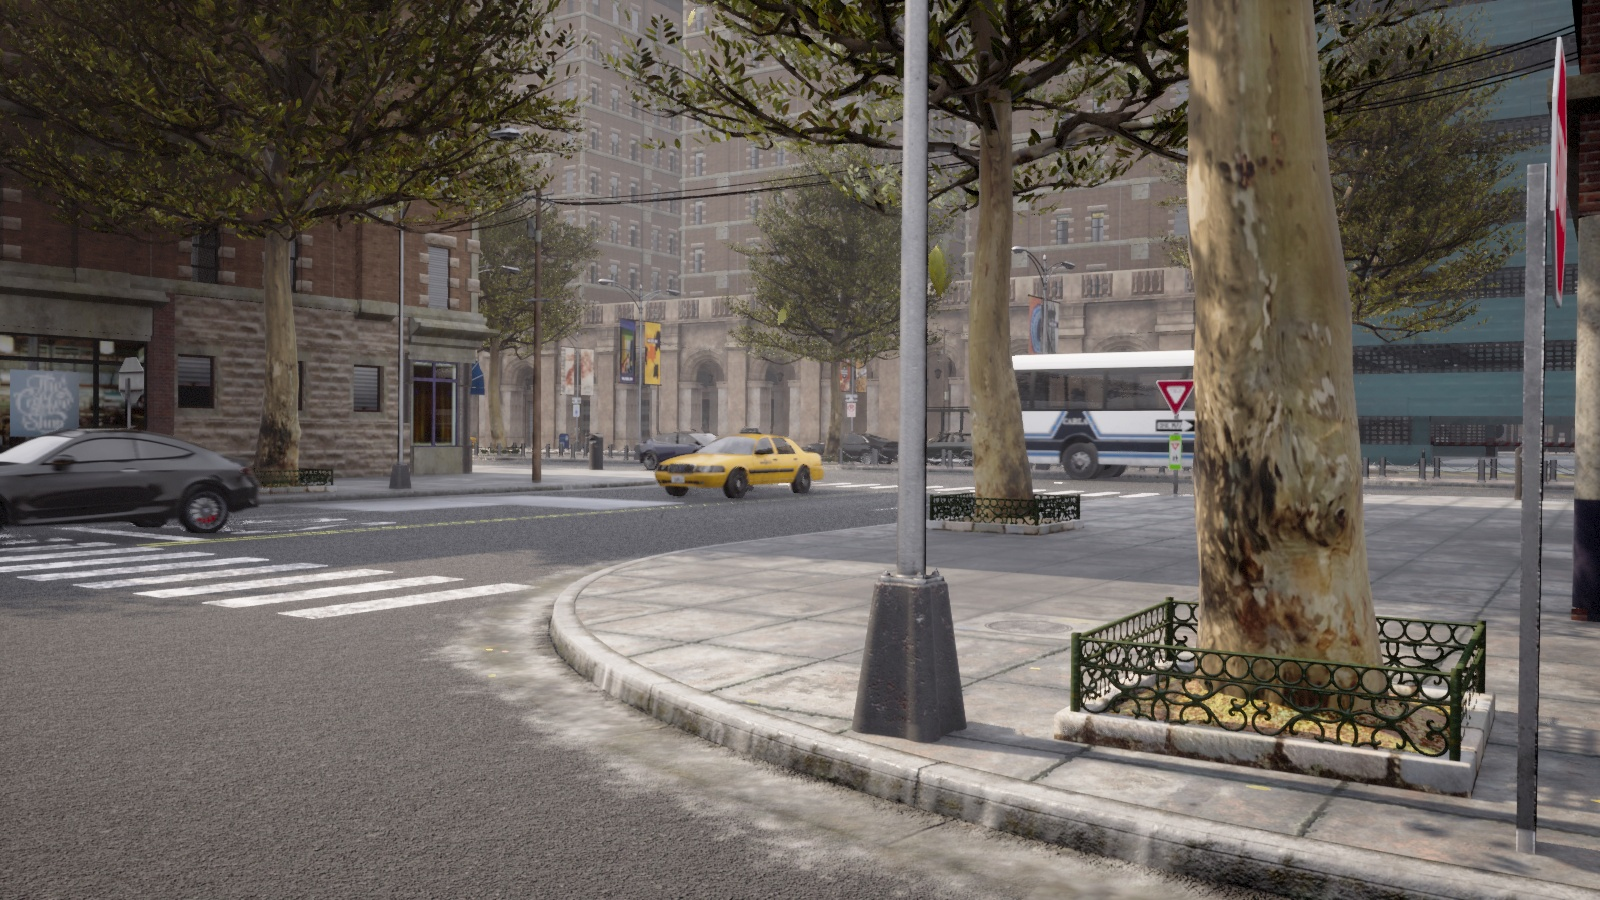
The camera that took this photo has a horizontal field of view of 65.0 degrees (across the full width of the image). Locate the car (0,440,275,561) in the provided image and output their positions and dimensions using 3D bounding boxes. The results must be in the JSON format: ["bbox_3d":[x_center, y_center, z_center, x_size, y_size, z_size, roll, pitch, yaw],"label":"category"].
[{"bbox_3d":[-9.733,0.616,16.822,1.812,1.442,4.674,0,1,38],"label":"car"}]

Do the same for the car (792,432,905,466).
[{"bbox_3d":[2.170,-0.064,57.184,4.892,1.490,1.837,0,1,33],"label":"car"}]

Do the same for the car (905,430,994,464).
[{"bbox_3d":[6.920,-0.148,58.249,3.705,1.549,1.789,0,1,33],"label":"car"}]

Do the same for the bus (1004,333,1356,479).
[{"bbox_3d":[12.246,-1.315,40.962,10.273,4.253,3.944,0,1,33],"label":"bus"}]

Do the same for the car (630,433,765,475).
[{"bbox_3d":[-3.877,0.121,47.280,4.792,1.488,2.163,0,1,36],"label":"car"}]

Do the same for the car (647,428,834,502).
[{"bbox_3d":[-1.266,0.277,29.632,1.801,1.575,5.366,0,1,30],"label":"car"}]
